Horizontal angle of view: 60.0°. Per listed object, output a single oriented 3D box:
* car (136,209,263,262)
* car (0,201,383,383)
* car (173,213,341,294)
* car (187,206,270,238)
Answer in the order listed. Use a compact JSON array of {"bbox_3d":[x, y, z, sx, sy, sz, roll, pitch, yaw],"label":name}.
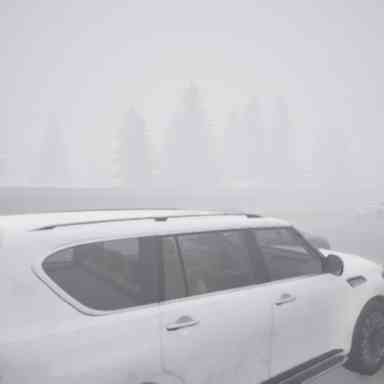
[{"bbox_3d":[0.409,1.500,12.652,4.674,1.442,1.812,0,0,-36],"label":"car"},{"bbox_3d":[0.185,1.213,3.882,5.566,2.045,2.150,0,0,-35],"label":"car"},{"bbox_3d":[2.011,1.481,9.482,4.892,1.490,1.837,0,0,-35],"label":"car"},{"bbox_3d":[2.032,1.524,18.095,4.181,1.385,1.994,0,0,-36],"label":"car"}]
